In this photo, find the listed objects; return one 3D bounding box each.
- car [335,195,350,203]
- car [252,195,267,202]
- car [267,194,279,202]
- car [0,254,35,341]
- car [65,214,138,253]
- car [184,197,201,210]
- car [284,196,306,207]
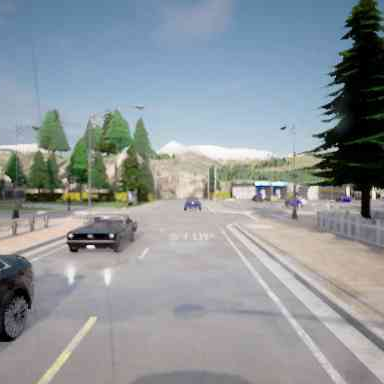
[{"bbox_3d":[29.098,1.333,64.457,1.845,1.501,3.633,0,0,0],"label":"car"},{"bbox_3d":[14.189,1.354,72.223,2.007,1.523,4.514,0,0,0],"label":"car"},{"bbox_3d":[17.326,1.345,72.245,2.152,1.636,5.027,0,0,0],"label":"car"},{"bbox_3d":[-3.582,1.493,3.701,2.128,1.511,4.902,0,0,0],"label":"car"},{"bbox_3d":[-3.517,1.603,13.776,1.895,1.301,4.718,0,0,0],"label":"car"},{"bbox_3d":[0.091,1.360,42.440,2.097,1.767,4.553,0,0,0],"label":"car"},{"bbox_3d":[13.947,1.383,46.190,1.845,1.501,3.633,0,0,0],"label":"car"}]
